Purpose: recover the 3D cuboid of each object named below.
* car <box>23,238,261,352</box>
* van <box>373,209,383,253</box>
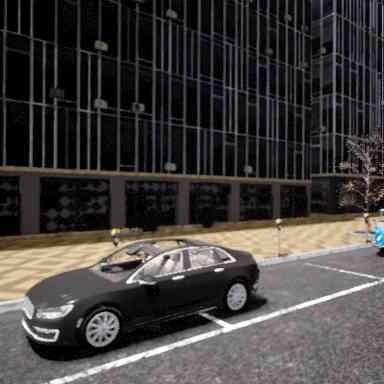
[{"bbox_3d":[-0.641,1.580,6.108,4.403,1.369,2.008,1,0,-36],"label":"car"},{"bbox_3d":[8.597,1.450,12.764,3.998,1.788,1.690,0,0,-36],"label":"van"}]
